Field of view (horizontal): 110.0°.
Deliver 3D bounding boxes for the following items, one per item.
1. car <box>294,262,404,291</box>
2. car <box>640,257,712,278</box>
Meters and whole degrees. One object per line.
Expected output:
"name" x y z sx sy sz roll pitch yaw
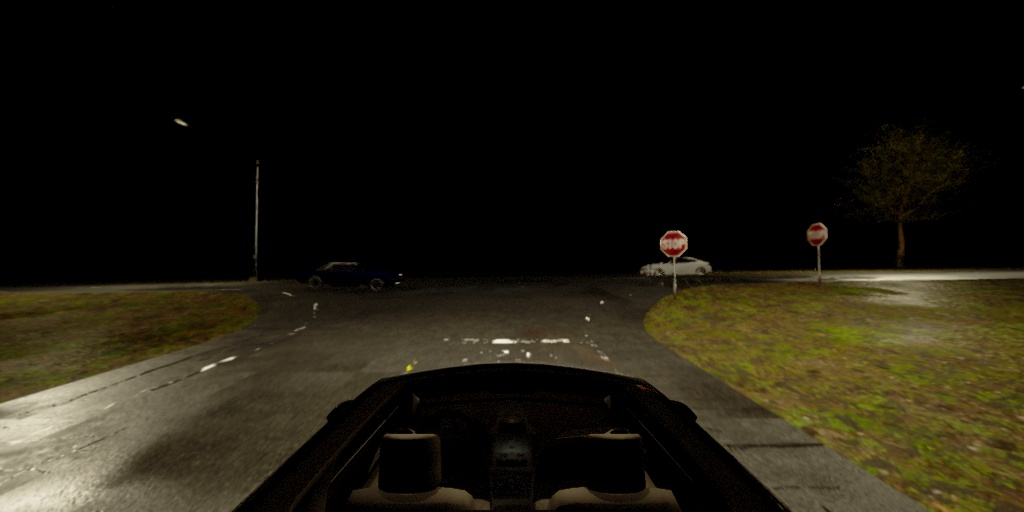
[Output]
"car" -7.877 0.963 17.713 4.718 1.301 1.895 2 0 0
"car" 11.364 0.795 24.957 4.674 1.442 1.812 -1 -2 -1
